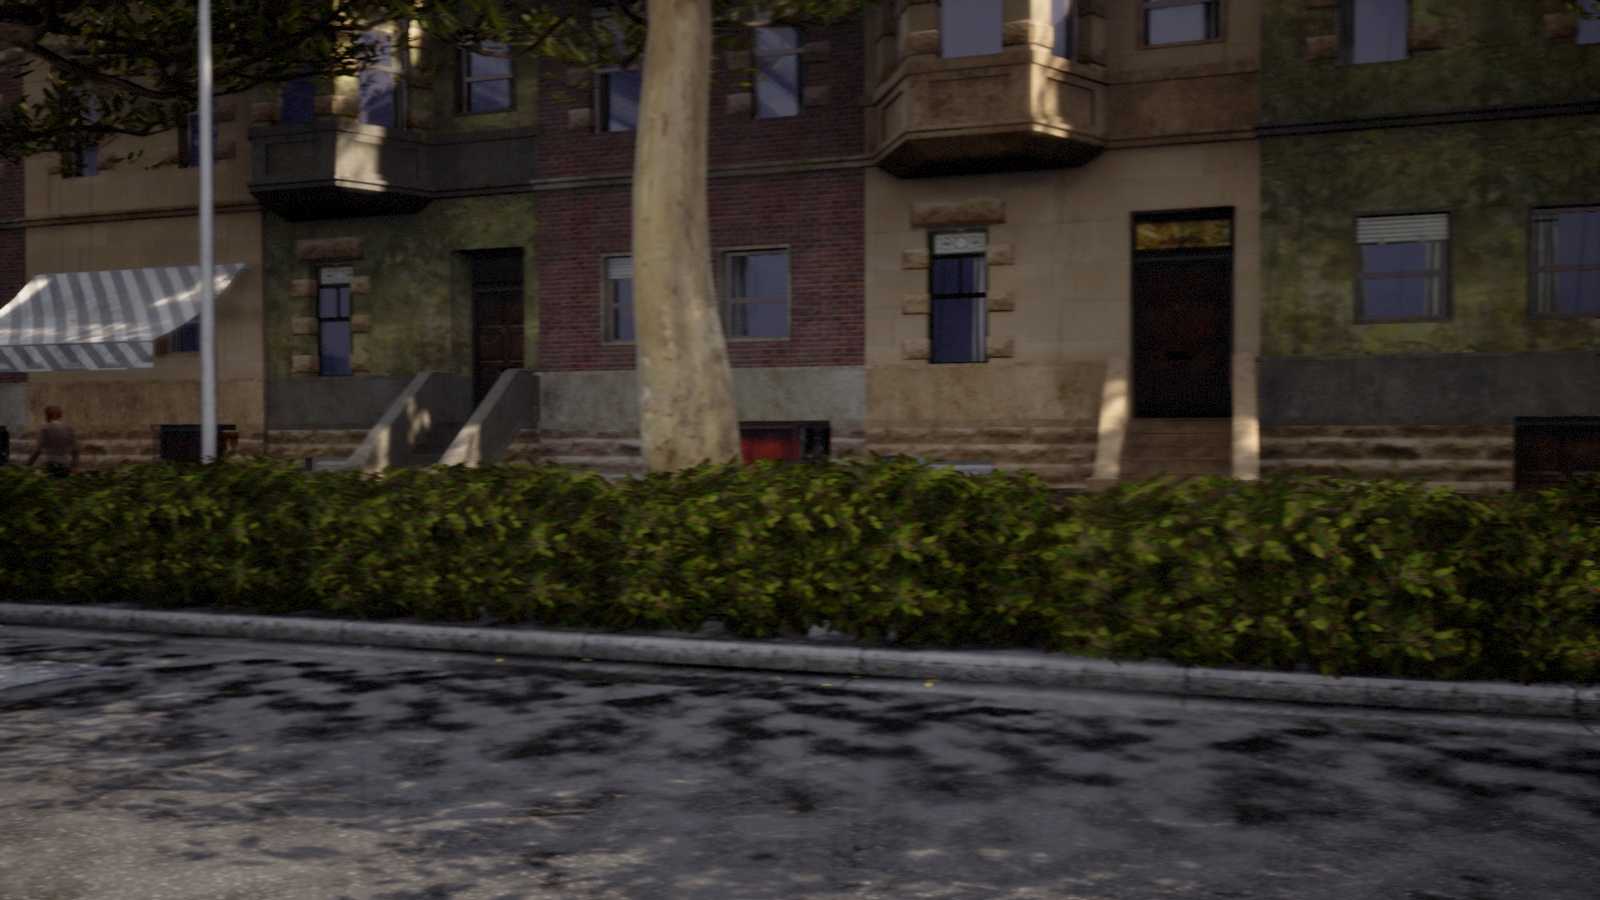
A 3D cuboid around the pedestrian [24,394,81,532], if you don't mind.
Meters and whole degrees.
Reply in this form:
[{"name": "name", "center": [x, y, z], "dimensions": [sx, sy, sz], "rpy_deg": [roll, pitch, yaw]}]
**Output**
[{"name": "pedestrian", "center": [-10.173, 0.170, 17.087], "dimensions": [0.634, 1.846, 0.331], "rpy_deg": [1, 1, 19]}]
